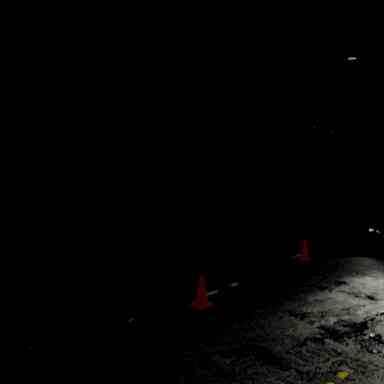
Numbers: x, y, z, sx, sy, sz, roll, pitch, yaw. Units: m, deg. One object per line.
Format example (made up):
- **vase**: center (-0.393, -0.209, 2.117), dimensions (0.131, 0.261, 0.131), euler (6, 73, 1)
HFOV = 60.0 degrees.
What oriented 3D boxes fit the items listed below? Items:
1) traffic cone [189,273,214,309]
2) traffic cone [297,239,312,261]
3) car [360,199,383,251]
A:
- **traffic cone**: center (0.183, 1.802, 6.161), dimensions (0.340, 0.580, 0.340), euler (-2, 3, -44)
- **traffic cone**: center (3.250, 1.650, 9.587), dimensions (0.340, 0.580, 0.340), euler (1, 3, 38)
- **car**: center (7.001, 1.020, 11.464), dimensions (2.128, 1.511, 4.902), euler (1, 4, 29)
